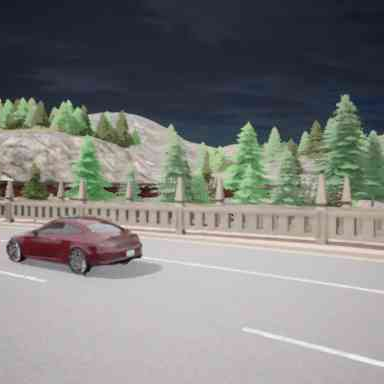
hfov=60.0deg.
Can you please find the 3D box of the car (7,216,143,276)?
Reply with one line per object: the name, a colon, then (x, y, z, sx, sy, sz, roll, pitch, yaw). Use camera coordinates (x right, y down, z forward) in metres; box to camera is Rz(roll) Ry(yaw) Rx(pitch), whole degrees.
car: (-3.623, 1.470, 10.126, 4.674, 1.442, 1.812, 0, 0, 31)
